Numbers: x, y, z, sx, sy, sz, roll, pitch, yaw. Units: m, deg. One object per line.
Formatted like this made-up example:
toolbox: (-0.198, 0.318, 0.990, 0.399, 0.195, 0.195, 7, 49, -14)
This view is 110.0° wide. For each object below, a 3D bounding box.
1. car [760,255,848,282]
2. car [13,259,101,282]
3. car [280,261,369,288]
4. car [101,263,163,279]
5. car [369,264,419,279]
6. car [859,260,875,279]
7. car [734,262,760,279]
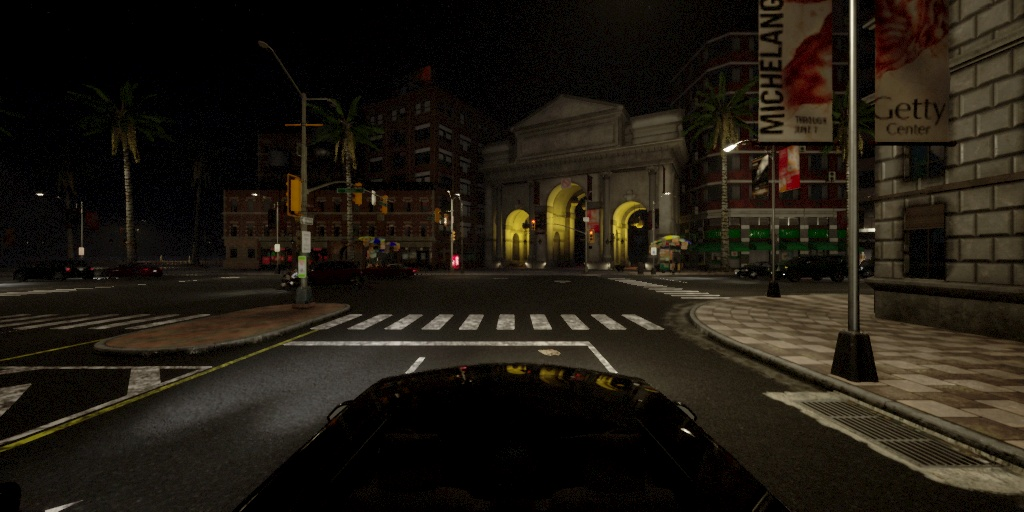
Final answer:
car: (23.285, 0.971, 28.257, 5.566, 2.045, 2.150, 0, 0, 0)
car: (-36.524, 1.102, 28.644, 4.553, 1.767, 2.097, 0, 0, 0)
car: (-11.856, 1.102, 22.540, 2.097, 1.767, 4.553, 0, 0, 40)
car: (-33.997, 1.314, 32.128, 4.181, 1.385, 1.994, 0, 0, 0)
car: (-10.842, 1.351, 31.982, 4.718, 1.301, 1.895, 0, 0, 0)
car: (31.835, 1.102, 31.574, 4.553, 1.767, 2.097, 0, 0, 2)
car: (22.309, 1.242, 31.753, 4.902, 1.511, 2.128, 0, 0, 0)
